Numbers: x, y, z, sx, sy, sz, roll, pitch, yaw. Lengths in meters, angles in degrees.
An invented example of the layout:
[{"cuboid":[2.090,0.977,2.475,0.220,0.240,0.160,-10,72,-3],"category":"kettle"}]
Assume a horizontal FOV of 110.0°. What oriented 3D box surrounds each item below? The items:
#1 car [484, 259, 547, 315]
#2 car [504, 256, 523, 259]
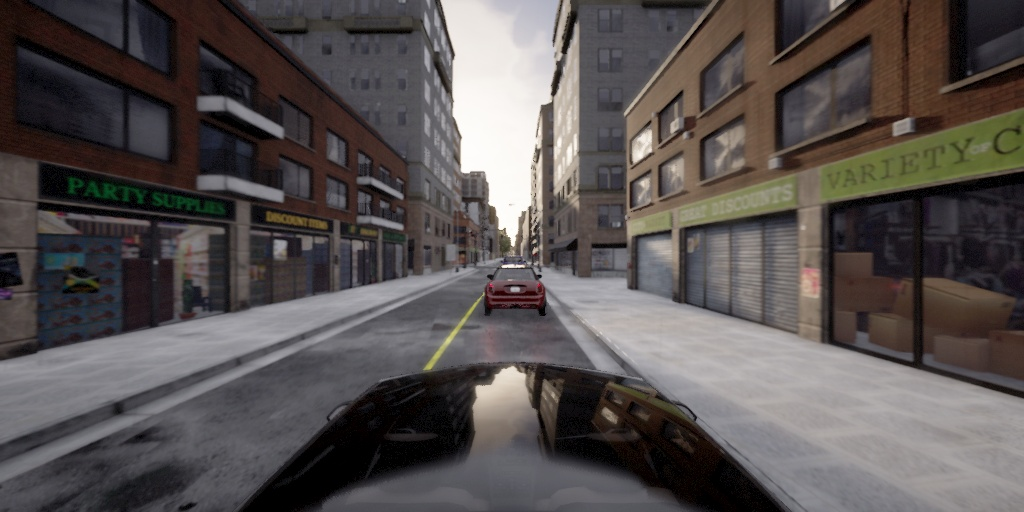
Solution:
[{"cuboid":[0.106,1.106,13.755,2.097,1.767,4.553,0,0,0],"category":"car"},{"cuboid":[0.115,0.986,33.038,2.150,2.045,5.566,0,0,0],"category":"car"}]
